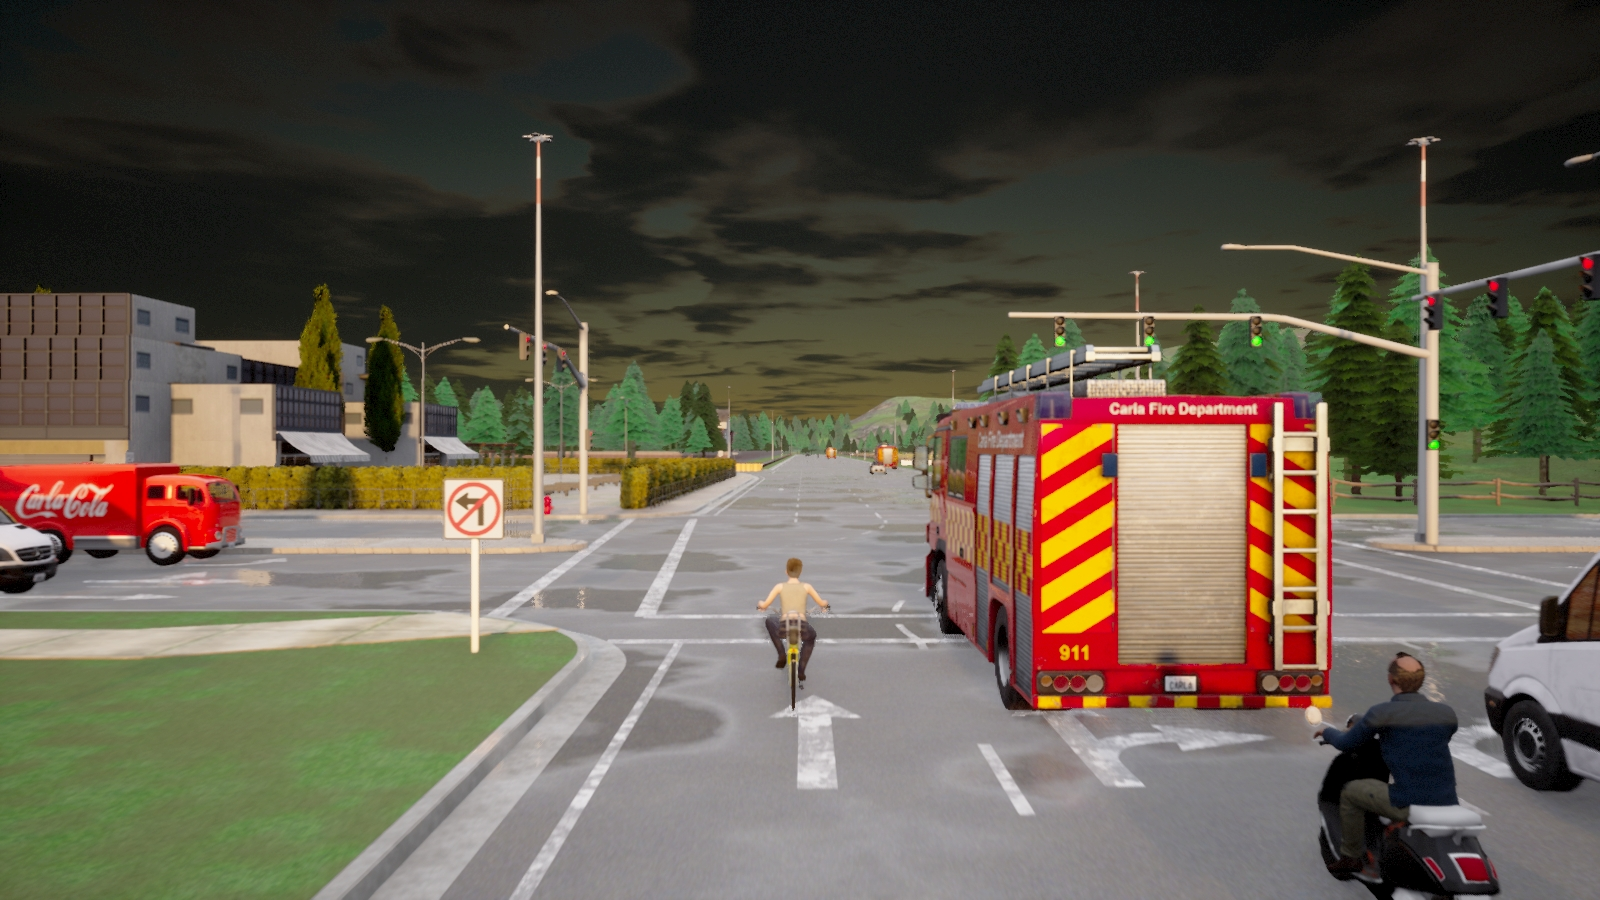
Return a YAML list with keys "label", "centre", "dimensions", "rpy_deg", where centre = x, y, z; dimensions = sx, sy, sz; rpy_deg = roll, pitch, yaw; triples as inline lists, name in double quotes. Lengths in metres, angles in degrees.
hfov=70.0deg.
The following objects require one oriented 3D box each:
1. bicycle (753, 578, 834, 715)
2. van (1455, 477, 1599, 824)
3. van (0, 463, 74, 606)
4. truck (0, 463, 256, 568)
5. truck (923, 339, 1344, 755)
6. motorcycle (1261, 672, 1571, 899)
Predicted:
- label: "bicycle"
  centre: [-0.076, 2.157, 12.809]
  dimensions: [0.859, 1.276, 1.487]
  rpy_deg: [0, 0, -1]
- label: "van"
  centre: [7.004, 1.535, 7.517]
  dimensions: [1.988, 2.561, 5.915]
  rpy_deg: [0, 0, 0]
- label: "van"
  centre: [-17.311, 1.534, 21.580]
  dimensions: [5.915, 2.561, 1.988]
  rpy_deg: [0, 0, -1]
- label: "truck"
  centre: [-16.840, 1.567, 28.588]
  dimensions: [5.204, 2.467, 2.627]
  rpy_deg: [0, 0, -1]
- label: "truck"
  centre: [3.527, 0.891, 14.765]
  dimensions: [2.891, 3.827, 8.468]
  rpy_deg: [0, 0, -1]
- label: "motorcycle"
  centre: [3.519, 2.142, 6.754]
  dimensions: [0.856, 1.316, 1.805]
  rpy_deg: [0, 0, 0]
